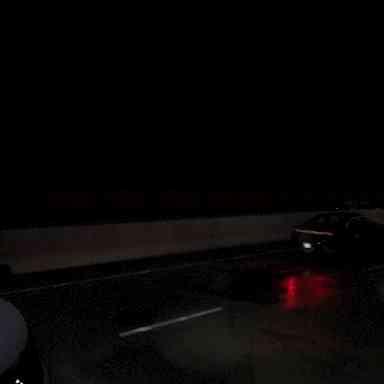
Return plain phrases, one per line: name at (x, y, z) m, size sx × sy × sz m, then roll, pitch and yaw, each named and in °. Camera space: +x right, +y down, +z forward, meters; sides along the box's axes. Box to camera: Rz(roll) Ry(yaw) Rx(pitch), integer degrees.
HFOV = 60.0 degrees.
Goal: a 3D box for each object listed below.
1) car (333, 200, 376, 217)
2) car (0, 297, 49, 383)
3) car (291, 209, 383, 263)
car at (15.992, 1.556, 32.604) m, size 4.674 × 1.442 × 1.812 m, roll 0°, pitch 0°, yaw -36°
car at (-3.526, 1.220, 1.243) m, size 5.566 × 2.045 × 2.150 m, roll 0°, pitch 0°, yaw -35°
car at (5.677, 1.502, 12.102) m, size 4.902 × 1.511 × 2.128 m, roll 0°, pitch 0°, yaw -35°
